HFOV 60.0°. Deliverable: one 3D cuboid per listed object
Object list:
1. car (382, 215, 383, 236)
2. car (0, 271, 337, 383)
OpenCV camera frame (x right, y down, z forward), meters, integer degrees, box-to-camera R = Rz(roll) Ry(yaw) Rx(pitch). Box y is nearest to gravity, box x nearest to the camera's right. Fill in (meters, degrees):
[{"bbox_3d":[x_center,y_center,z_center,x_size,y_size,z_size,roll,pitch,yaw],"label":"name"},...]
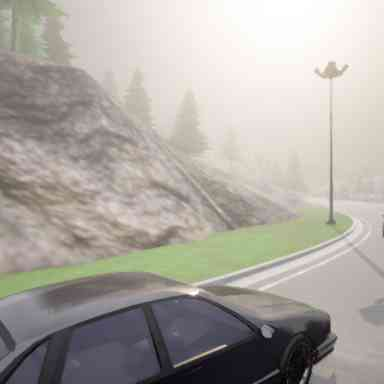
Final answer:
[{"bbox_3d":[12.222,1.787,19.445,1.812,1.442,4.674,0,-1,31],"label":"car"},{"bbox_3d":[-0.640,1.589,3.327,5.357,1.411,2.033,1,-1,-40],"label":"car"}]
